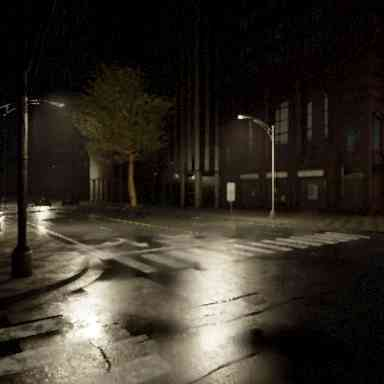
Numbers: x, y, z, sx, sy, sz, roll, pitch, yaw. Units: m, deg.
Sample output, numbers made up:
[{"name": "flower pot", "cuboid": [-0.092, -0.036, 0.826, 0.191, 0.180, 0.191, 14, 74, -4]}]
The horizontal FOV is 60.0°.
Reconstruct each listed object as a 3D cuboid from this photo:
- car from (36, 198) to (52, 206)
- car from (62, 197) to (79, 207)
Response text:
[{"name": "car", "cuboid": [-26.215, 1.733, 58.717, 1.994, 1.385, 4.181, 0, 0, -36]}, {"name": "car", "cuboid": [-20.616, 1.660, 56.477, 1.837, 1.490, 4.892, 0, 0, -36]}]
